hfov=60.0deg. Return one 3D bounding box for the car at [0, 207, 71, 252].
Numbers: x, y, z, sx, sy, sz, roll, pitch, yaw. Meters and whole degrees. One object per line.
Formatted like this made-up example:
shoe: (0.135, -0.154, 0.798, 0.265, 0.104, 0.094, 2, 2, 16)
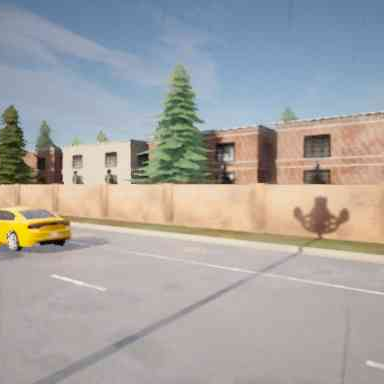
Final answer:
car: (-6.874, 1.324, 13.204, 5.008, 1.535, 1.882, 1, 0, 36)
